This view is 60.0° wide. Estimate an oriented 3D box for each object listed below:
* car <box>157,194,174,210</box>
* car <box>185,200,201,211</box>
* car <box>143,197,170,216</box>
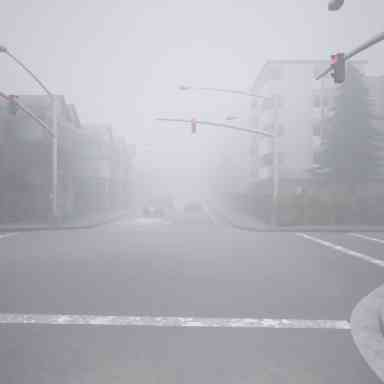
[{"bbox_3d":[-3.566,1.221,42.900,2.150,2.045,5.566,0,0,0],"label":"car"},{"bbox_3d":[0.111,1.600,39.754,1.895,1.301,4.718,0,0,0],"label":"car"},{"bbox_3d":[-3.589,1.491,32.324,2.128,1.511,4.902,0,0,0],"label":"car"}]
